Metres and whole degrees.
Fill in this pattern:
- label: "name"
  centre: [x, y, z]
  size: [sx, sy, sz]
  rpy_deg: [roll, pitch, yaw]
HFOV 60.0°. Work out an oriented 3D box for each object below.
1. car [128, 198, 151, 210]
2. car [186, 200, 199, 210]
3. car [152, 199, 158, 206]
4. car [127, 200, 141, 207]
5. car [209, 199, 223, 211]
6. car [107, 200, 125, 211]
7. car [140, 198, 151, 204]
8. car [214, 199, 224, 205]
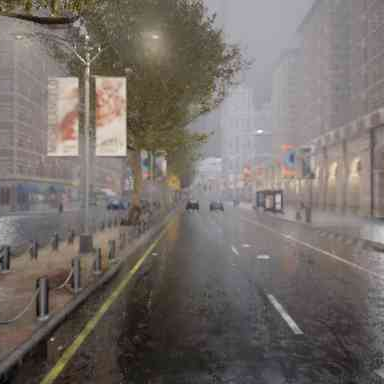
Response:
- label: "car"
  centre: [-8.074, 1.905, 51.091]
  size: [2.097, 1.767, 4.553]
  rpy_deg: [0, -1, 0]
- label: "car"
  centre: [0.098, 2.053, 53.272]
  size: [1.882, 1.535, 5.008]
  rpy_deg: [0, -1, 0]
- label: "car"
  centre: [-8.006, 2.221, 66.858]
  size: [1.837, 1.490, 4.892]
  rpy_deg: [0, 0, 0]
- label: "car"
  centre: [-11.507, 2.273, 66.436]
  size: [1.994, 1.385, 4.181]
  rpy_deg: [0, -1, 0]
- label: "car"
  centre: [3.598, 2.030, 49.883]
  size: [2.128, 1.511, 4.902]
  rpy_deg: [0, -1, 0]
- label: "car"
  centre: [-11.577, 2.024, 50.594]
  size: [1.882, 1.535, 5.008]
  rpy_deg: [0, -1, 0]
- label: "car"
  centre: [-11.504, 2.273, 82.077]
  size: [2.033, 1.411, 5.357]
  rpy_deg: [0, -1, 0]
- label: "car"
  centre: [6.746, 2.495, 83.401]
  size: [1.895, 1.301, 4.718]
  rpy_deg: [0, -1, 0]
